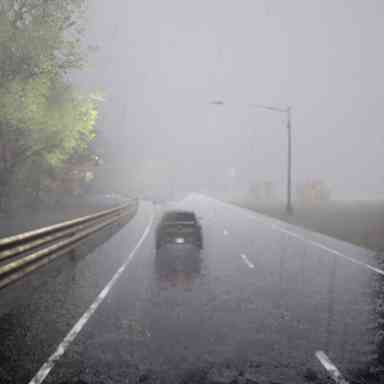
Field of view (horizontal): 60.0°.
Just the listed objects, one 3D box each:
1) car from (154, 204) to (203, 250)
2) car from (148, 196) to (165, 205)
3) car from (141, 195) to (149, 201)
[{"bbox_3d":[-0.565,1.493,14.344,1.837,1.490,4.892,0,0,-3],"label":"car"},{"bbox_3d":[-5.711,1.445,56.108,2.128,1.511,4.902,0,0,-11],"label":"car"},{"bbox_3d":[-10.673,1.447,78.124,1.812,1.442,4.674,0,0,-15],"label":"car"}]
